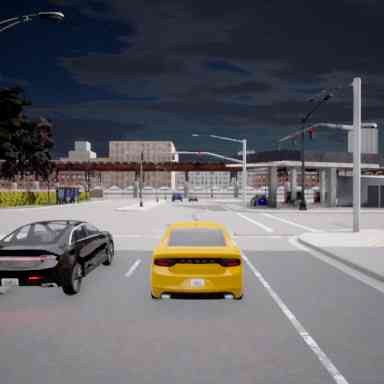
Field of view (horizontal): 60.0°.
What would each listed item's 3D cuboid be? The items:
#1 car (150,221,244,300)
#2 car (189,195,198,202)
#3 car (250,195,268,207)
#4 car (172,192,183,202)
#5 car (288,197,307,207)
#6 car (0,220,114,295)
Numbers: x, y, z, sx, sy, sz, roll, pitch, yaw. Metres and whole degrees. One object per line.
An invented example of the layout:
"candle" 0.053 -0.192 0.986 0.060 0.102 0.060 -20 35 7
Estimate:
"car" 0.112 1.468 8.446 1.882 1.535 5.008 0 0 0
"car" 0.259 1.444 73.414 1.994 1.385 4.181 0 0 0
"car" 9.883 1.252 48.705 2.242 1.667 4.611 0 0 1
"car" -3.239 1.119 74.025 2.150 2.045 5.566 0 0 0
"car" 15.630 1.424 49.447 1.970 1.475 3.806 0 0 1
"car" -3.387 1.474 8.667 2.128 1.511 4.902 0 0 0
